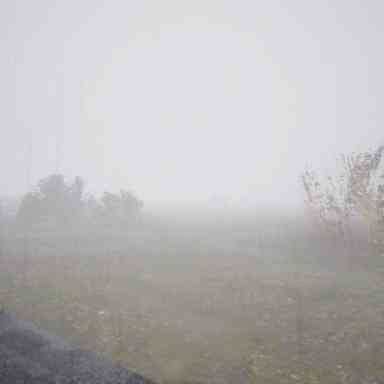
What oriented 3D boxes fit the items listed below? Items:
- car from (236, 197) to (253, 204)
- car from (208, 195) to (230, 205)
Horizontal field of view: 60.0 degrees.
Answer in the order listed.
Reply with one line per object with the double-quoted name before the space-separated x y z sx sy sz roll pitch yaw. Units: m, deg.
"car" 10.390 1.686 65.064 1.994 1.385 4.181 0 -1 36
"car" 4.664 1.364 57.054 2.097 1.767 4.553 0 -1 36
